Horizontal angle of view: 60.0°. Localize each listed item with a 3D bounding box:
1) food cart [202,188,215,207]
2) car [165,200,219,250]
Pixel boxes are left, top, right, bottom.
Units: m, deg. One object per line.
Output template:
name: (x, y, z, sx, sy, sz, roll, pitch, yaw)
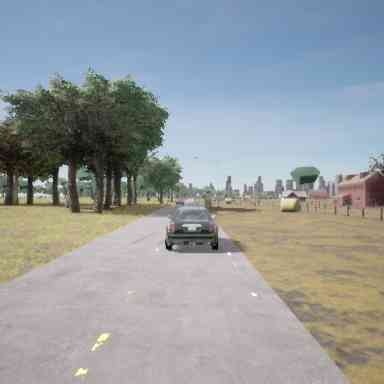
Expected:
food cart: (3.092, 1.050, 64.753, 2.280, 3.560, 4.660, -1, -2, 0)
car: (0.000, 1.411, 14.633, 2.097, 1.767, 4.553, 0, 0, 0)
